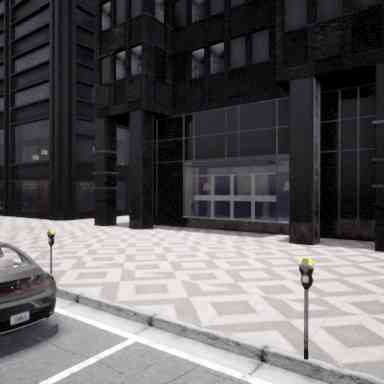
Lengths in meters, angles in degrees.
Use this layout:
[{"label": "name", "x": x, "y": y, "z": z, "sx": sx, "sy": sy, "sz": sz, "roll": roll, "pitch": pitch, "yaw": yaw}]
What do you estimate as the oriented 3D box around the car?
[{"label": "car", "x": -4.204, "y": 1.550, "z": 5.979, "sx": 4.403, "sy": 1.369, "sz": 2.008, "roll": 0, "pitch": 0, "yaw": 36}]
